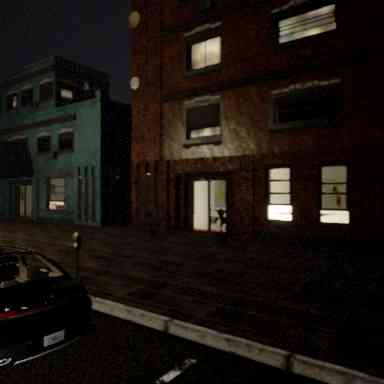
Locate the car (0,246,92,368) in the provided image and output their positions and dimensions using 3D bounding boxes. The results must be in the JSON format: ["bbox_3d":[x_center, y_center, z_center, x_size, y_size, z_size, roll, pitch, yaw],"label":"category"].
[{"bbox_3d":[-3.460,1.555,5.341,4.403,1.369,2.008,0,0,35],"label":"car"}]
